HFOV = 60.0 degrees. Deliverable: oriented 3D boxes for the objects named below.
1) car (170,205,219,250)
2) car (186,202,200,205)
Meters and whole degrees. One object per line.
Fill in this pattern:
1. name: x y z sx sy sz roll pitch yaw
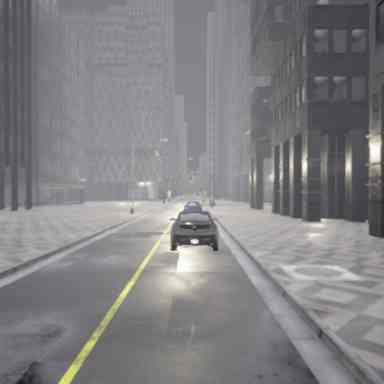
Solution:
1. car: 0.099 1.533 14.368 1.837 1.490 4.892 0 0 0
2. car: 0.100 1.667 32.948 1.812 1.442 4.674 0 0 0
